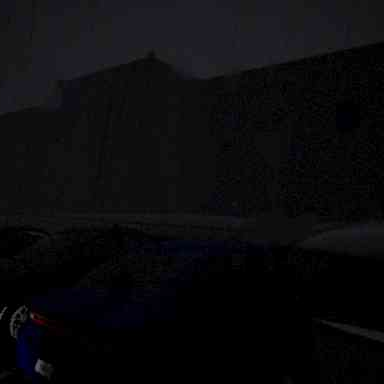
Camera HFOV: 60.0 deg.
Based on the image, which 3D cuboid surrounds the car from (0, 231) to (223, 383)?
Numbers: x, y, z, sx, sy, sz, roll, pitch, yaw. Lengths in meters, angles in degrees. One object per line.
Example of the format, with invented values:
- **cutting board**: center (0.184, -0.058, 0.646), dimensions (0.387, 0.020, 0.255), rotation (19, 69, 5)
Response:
- **car**: center (0.066, 1.477, 5.093), dimensions (2.097, 1.535, 5.008), rotation (0, 0, 36)

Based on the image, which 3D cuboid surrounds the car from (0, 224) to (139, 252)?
- **car**: center (-2.193, 1.474, 6.718), dimensions (2.097, 1.535, 5.008), rotation (0, 0, 36)

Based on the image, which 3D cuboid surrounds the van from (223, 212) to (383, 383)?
- **van**: center (2.268, 1.254, 3.386), dimensions (1.878, 1.987, 4.442), rotation (0, 0, 36)

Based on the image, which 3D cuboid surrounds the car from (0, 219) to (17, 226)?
- **car**: center (-4.464, 1.512, 8.328), dimensions (2.002, 1.452, 4.674), rotation (0, 0, 36)
